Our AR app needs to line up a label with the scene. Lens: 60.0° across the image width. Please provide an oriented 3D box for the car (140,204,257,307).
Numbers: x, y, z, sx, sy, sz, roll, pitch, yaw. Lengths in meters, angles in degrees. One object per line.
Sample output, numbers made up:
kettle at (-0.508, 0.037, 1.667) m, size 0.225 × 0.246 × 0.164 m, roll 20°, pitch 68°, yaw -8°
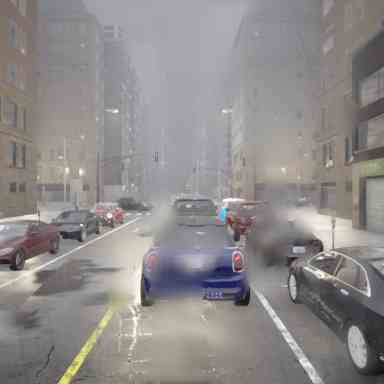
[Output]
car at (0.028, 1.353, 8.172) m, size 2.097 × 1.767 × 4.553 m, roll 0°, pitch 0°, yaw -1°

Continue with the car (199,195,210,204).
car at (2.370, 1.475, 65.826) m, size 1.967 × 1.590 × 4.097 m, roll 0°, pitch 0°, yaw -1°

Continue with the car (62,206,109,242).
car at (-5.715, 1.568, 16.380) m, size 1.947 × 1.339 × 4.313 m, roll 0°, pitch 0°, yaw 0°

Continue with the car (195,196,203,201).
car at (1.803, 1.649, 88.434) m, size 1.802 × 1.307 × 4.206 m, roll 0°, pitch 0°, yaw -1°

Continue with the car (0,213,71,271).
car at (-5.697, 1.583, 10.855) m, size 1.802 × 1.307 × 4.206 m, roll 0°, pitch 0°, yaw 0°

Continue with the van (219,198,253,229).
van at (2.794, 1.344, 21.937) m, size 1.690 × 1.788 × 3.998 m, roll 0°, pitch 0°, yaw 0°

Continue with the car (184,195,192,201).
car at (-1.121, 1.626, 91.060) m, size 1.994 × 1.385 × 4.181 m, roll 0°, pitch 0°, yaw -1°

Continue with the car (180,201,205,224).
car at (0.018, 1.529, 26.092) m, size 1.812 × 1.442 × 4.674 m, roll 0°, pitch 0°, yaw -1°

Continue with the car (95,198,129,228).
car at (-5.732, 1.443, 21.905) m, size 1.967 × 1.590 × 4.097 m, roll 0°, pitch 0°, yaw 0°

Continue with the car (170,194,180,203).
car at (-3.630, 1.397, 71.400) m, size 2.097 × 1.767 × 4.553 m, roll 0°, pitch 0°, yaw -1°

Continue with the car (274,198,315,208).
car at (15.035, 1.546, 48.783) m, size 5.357 × 1.411 × 2.033 m, roll 0°, pitch 0°, yaw 0°

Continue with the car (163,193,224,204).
car at (0.054, 1.224, 15.526) m, size 2.150 × 2.045 × 5.566 m, roll 0°, pitch 0°, yaw 0°

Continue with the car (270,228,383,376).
car at (2.846, 1.551, 5.366) m, size 2.008 × 1.369 × 4.403 m, roll 0°, pitch 0°, yaw 0°

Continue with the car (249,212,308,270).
car at (2.828, 1.567, 10.889) m, size 1.947 × 1.339 × 4.313 m, roll 0°, pitch 0°, yaw 0°

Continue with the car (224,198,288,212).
car at (2.811, 1.317, 16.413) m, size 2.192 × 1.841 × 5.009 m, roll 0°, pitch 0°, yaw 0°

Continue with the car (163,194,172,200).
car at (-6.863, 1.400, 93.887) m, size 2.192 × 1.841 × 5.009 m, roll 0°, pitch 0°, yaw -1°

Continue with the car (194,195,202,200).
car at (1.660, 1.630, 94.087) m, size 1.887 × 1.381 × 4.507 m, roll 0°, pitch 0°, yaw -1°

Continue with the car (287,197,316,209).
car at (14.901, 1.486, 45.532) m, size 4.902 × 1.511 × 2.128 m, roll 0°, pitch 0°, yaw 0°

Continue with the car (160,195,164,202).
car at (-6.436, 1.488, 76.927) m, size 1.967 × 1.590 × 4.097 m, roll 0°, pitch 0°, yaw -1°

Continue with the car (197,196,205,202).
car at (2.087, 1.630, 77.132) m, size 1.802 × 1.307 × 4.206 m, roll 0°, pitch 0°, yaw -1°

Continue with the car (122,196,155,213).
car at (-6.276, 1.352, 36.604) m, size 4.553 × 1.767 × 2.097 m, roll 0°, pitch 0°, yaw 26°
